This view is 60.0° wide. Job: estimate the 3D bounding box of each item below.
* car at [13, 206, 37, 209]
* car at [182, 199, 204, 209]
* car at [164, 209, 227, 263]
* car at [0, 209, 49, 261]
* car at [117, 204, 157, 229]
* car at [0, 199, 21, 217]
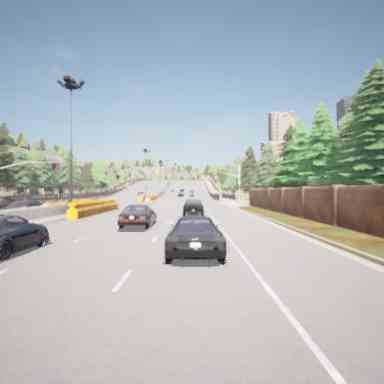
[{"bbox_3d":[-14.010,1.381,27.763,1.882,1.535,5.008,0,0,0],"label":"car"},{"bbox_3d":[0.112,1.381,30.685,1.882,1.535,5.008,0,0,0],"label":"car"},{"bbox_3d":[0.104,1.526,11.804,1.994,1.385,4.181,0,0,0],"label":"car"},{"bbox_3d":[-6.896,1.521,12.073,1.994,1.385,4.181,0,0,0],"label":"car"},{"bbox_3d":[-3.391,1.479,21.139,2.033,1.411,5.357,0,0,0],"label":"car"},{"bbox_3d":[-17.495,1.389,29.462,2.128,1.511,4.902,0,0,0],"label":"car"}]
